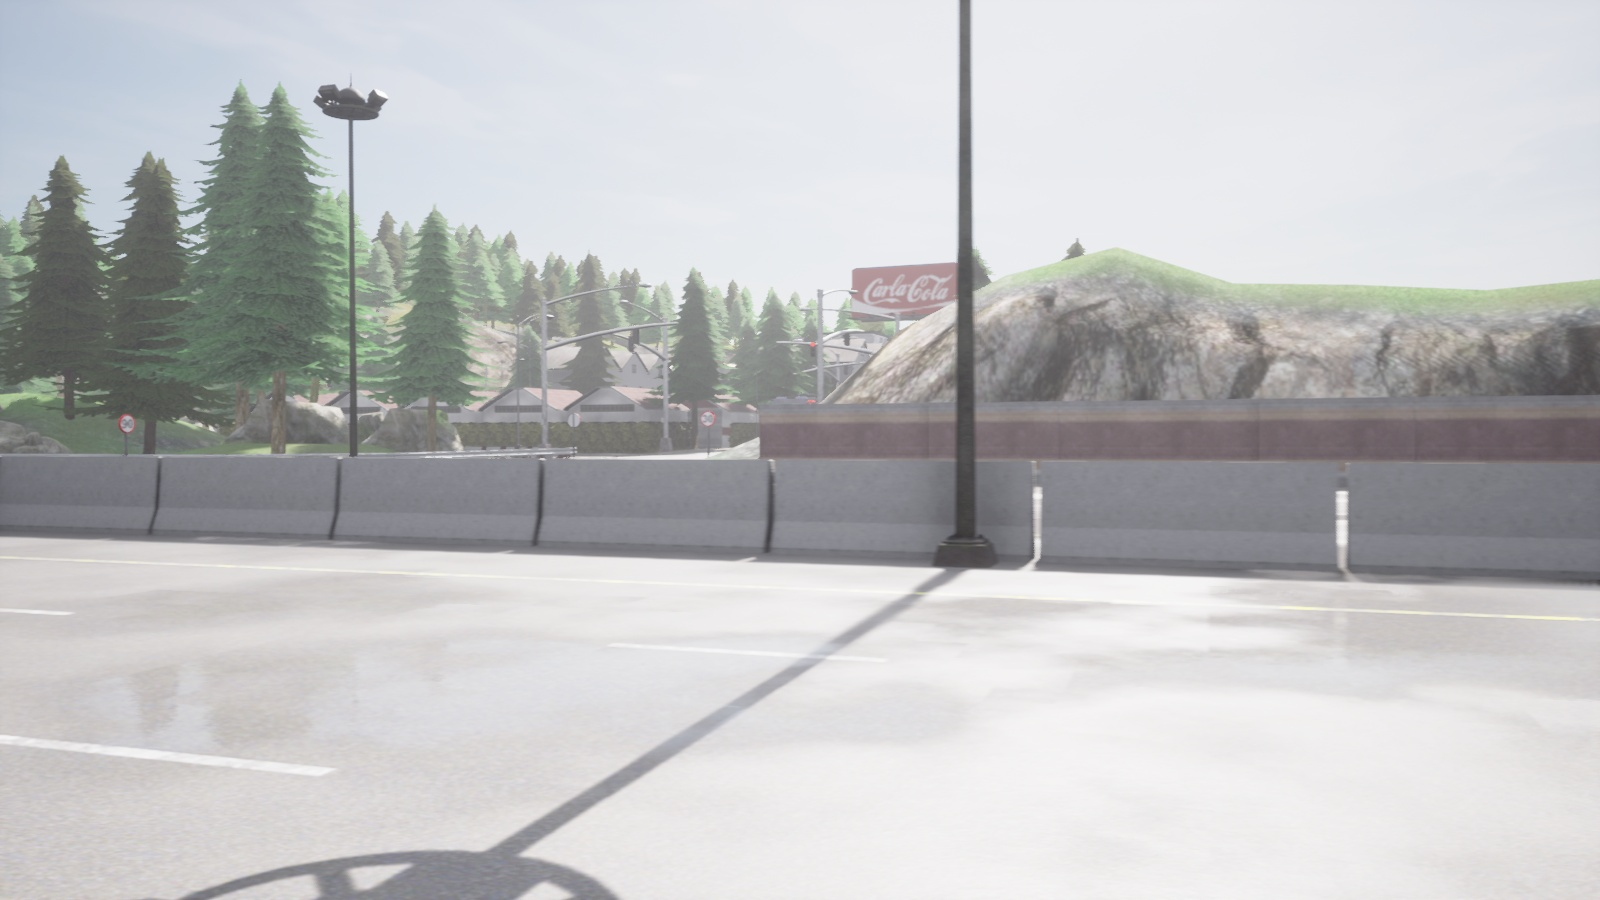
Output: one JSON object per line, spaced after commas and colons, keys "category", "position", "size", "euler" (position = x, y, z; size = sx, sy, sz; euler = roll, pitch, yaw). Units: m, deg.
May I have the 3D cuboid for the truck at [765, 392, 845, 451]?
{"category": "truck", "position": [0.459, -1.917, 86.224], "size": [2.891, 3.827, 8.468], "euler": [1, 1, 19]}
